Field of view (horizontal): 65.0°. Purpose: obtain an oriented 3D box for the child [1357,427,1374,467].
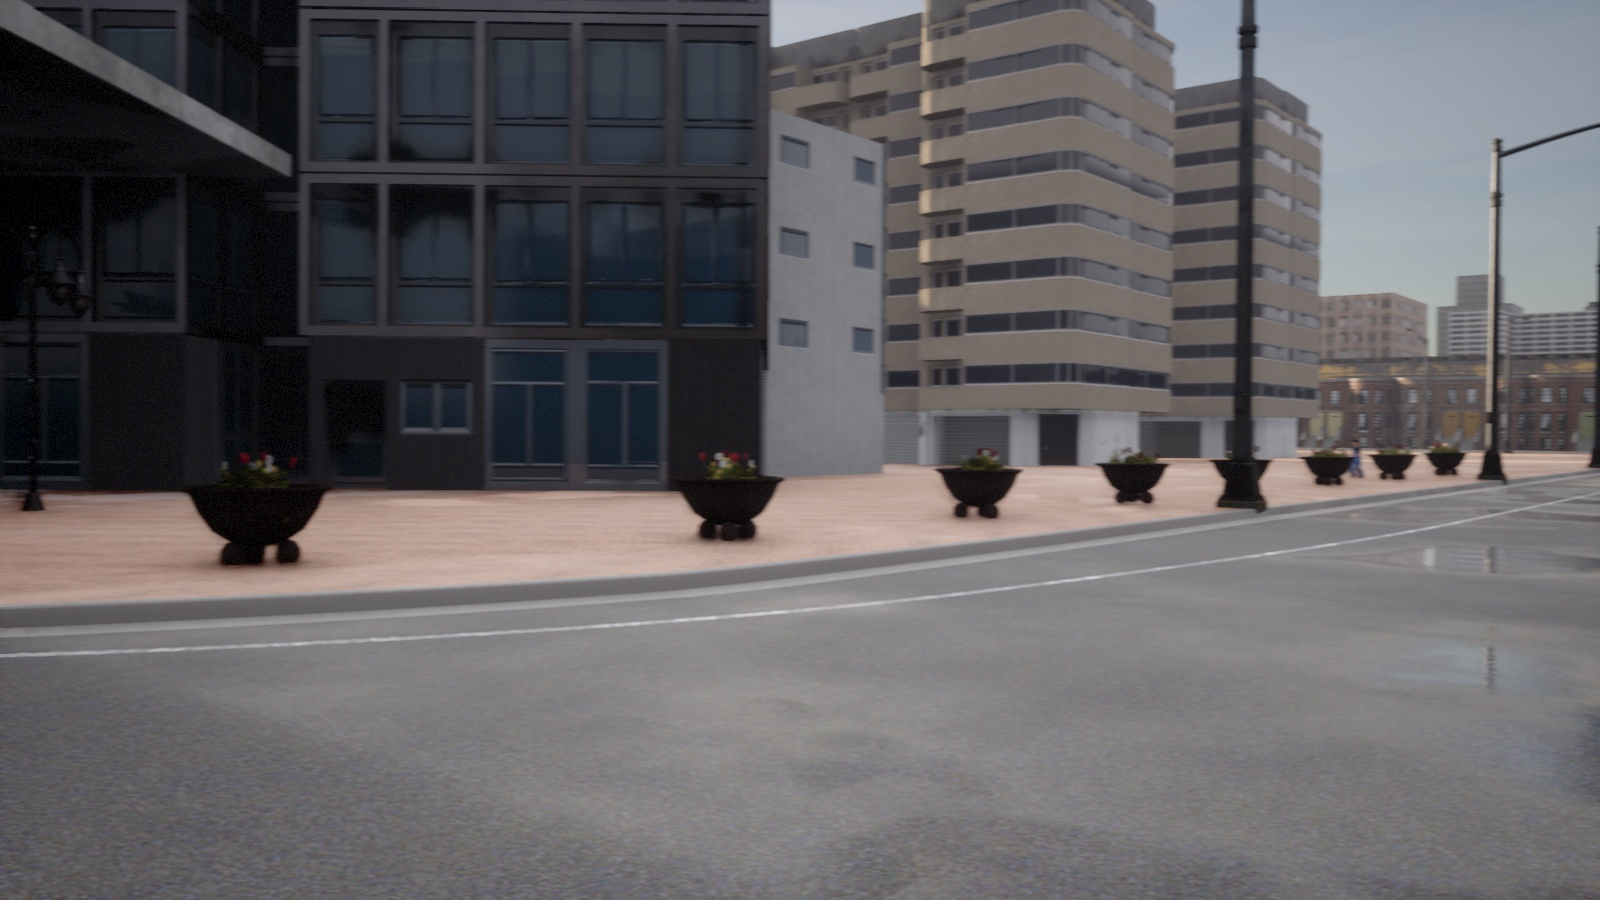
[{"bbox_3d":[17.661,-0.093,39.221,0.437,1.263,0.270,-1,1,-31],"label":"child"}]
